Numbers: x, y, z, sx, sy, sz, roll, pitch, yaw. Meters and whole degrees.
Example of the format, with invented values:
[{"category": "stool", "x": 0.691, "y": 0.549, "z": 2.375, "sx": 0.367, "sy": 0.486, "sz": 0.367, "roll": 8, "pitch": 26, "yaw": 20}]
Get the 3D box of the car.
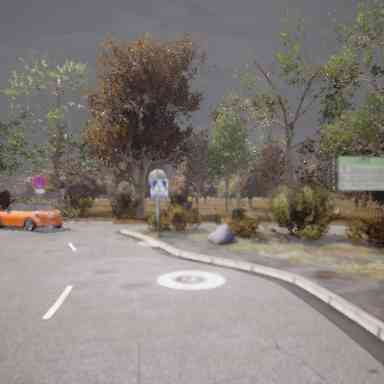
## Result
[{"category": "car", "x": -10.282, "y": 1.431, "z": 20.731, "sx": 4.553, "sy": 1.767, "sz": 2.097, "roll": 0, "pitch": 0, "yaw": 29}]
